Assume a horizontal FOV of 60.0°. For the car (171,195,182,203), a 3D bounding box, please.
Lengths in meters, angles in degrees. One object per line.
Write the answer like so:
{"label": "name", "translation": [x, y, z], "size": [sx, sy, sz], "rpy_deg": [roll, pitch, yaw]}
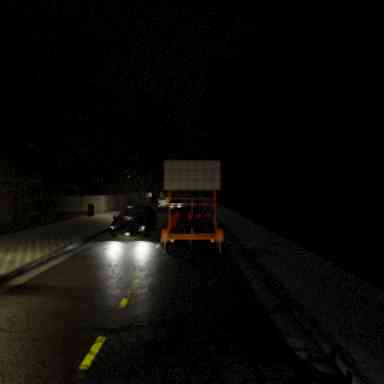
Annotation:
{"label": "car", "translation": [-2.722, 1.257, 58.771], "size": [1.994, 1.385, 4.181], "rpy_deg": [0, 0, 1]}

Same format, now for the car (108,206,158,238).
{"label": "car", "translation": [-2.827, 1.451, 17.211], "size": [2.033, 1.411, 5.357], "rpy_deg": [0, 0, 0]}

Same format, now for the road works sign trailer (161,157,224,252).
{"label": "road works sign trailer", "translation": [0.017, 0.388, 13.393], "size": [2.380, 3.560, 2.880], "rpy_deg": [0, 0, 0]}
